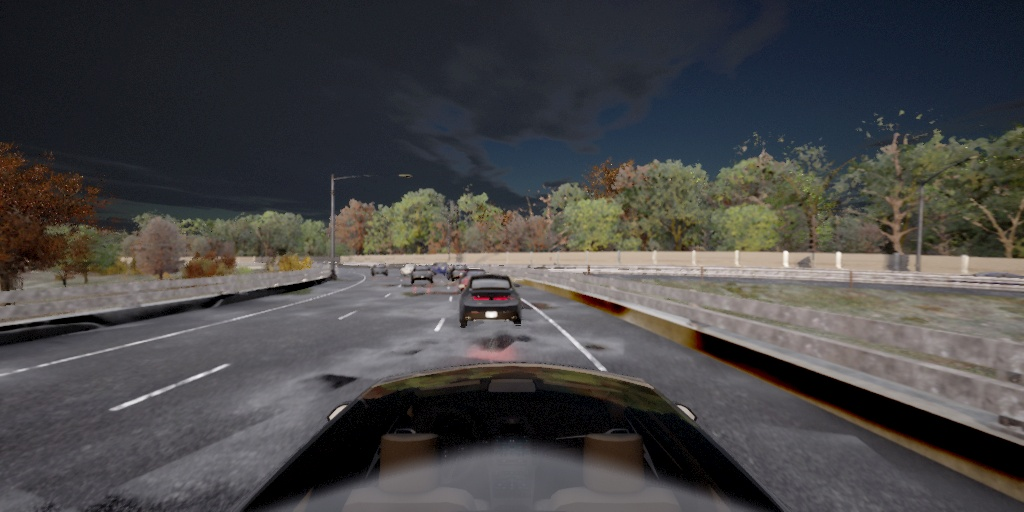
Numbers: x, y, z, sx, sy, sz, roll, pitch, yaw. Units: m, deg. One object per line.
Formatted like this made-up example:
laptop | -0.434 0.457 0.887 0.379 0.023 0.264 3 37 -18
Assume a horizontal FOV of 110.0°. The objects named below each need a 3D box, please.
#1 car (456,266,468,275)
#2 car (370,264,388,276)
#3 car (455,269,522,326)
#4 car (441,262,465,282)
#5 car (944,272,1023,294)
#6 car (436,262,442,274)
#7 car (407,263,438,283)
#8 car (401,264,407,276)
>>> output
car | -2.394 1.541 23.075 1.994 1.385 4.181 0 -1 -10
car | -16.618 1.739 44.927 2.128 1.511 4.902 0 -1 -24
car | -0.756 1.366 12.155 1.837 1.490 4.892 0 0 -5
car | -5.159 1.597 34.339 2.128 1.511 4.902 0 -1 -17
car | 38.456 2.017 28.791 5.008 1.535 1.882 3 1 27
car | -9.148 1.579 45.261 2.097 1.767 4.553 0 -1 -23
car | -8.164 1.583 32.311 2.128 1.511 4.902 0 -1 -16
car | -12.818 1.762 44.970 1.812 1.442 4.674 0 0 -23
